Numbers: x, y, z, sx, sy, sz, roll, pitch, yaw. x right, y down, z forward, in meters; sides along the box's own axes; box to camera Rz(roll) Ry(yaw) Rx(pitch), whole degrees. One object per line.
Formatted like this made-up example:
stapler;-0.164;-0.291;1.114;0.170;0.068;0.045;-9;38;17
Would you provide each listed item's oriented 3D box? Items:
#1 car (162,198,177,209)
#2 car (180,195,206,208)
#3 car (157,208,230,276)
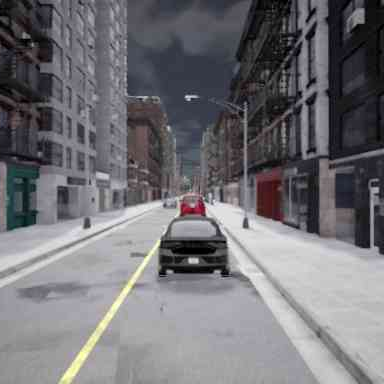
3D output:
car;-3.110;1.602;46.991;2.128;1.511;4.902;0;0;0
car;0.070;1.266;29.730;2.150;2.045;5.566;0;0;0
car;0.053;1.484;10.426;1.882;1.535;5.008;0;0;0
